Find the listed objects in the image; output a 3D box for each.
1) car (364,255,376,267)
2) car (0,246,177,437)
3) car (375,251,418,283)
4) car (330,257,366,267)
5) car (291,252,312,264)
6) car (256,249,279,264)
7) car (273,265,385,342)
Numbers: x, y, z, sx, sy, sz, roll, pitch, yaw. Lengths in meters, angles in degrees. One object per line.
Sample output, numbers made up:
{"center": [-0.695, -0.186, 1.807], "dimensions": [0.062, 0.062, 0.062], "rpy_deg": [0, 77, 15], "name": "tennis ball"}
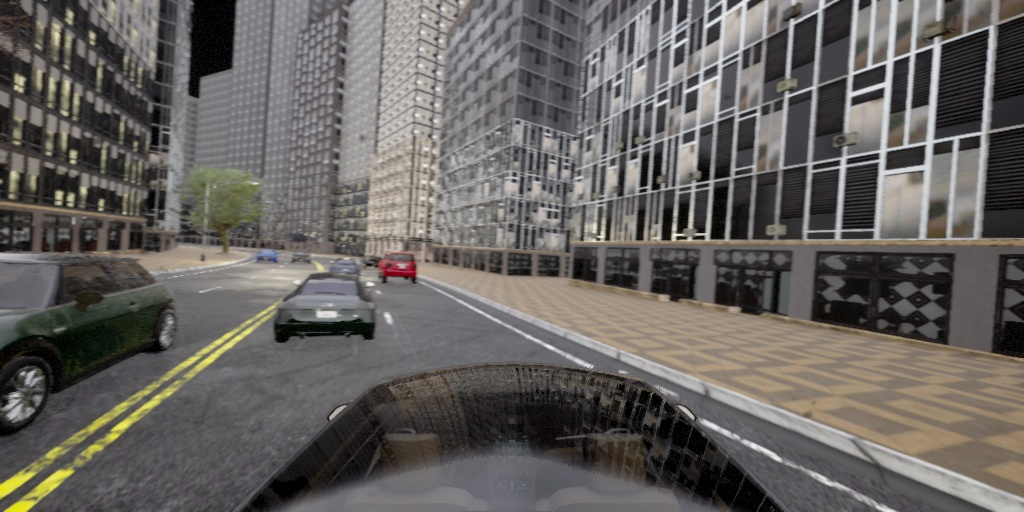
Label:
{"center": [-15.640, 0.669, 39.709], "dimensions": [1.837, 1.490, 4.892], "rpy_deg": [4, -1, -29], "name": "car"}
{"center": [-6.234, 0.752, 4.365], "dimensions": [2.097, 1.767, 4.553], "rpy_deg": [4, -1, -24], "name": "car"}
{"center": [-7.928, 0.715, 24.747], "dimensions": [2.150, 2.045, 5.566], "rpy_deg": [4, 0, -24], "name": "car"}
{"center": [-11.632, 0.837, 25.005], "dimensions": [1.994, 1.385, 4.181], "rpy_deg": [4, -1, -26], "name": "car"}
{"center": [-25.250, 0.197, 43.048], "dimensions": [1.994, 1.385, 4.181], "rpy_deg": [4, -1, -31], "name": "car"}
{"center": [-27.172, -0.028, 39.951], "dimensions": [1.882, 1.535, 5.008], "rpy_deg": [4, -1, -31], "name": "car"}
{"center": [-4.507, 1.113, 9.044], "dimensions": [1.994, 1.385, 4.181], "rpy_deg": [4, -1, -23], "name": "car"}
